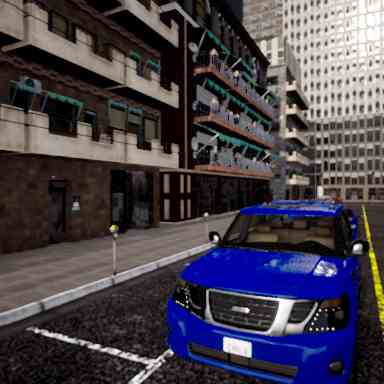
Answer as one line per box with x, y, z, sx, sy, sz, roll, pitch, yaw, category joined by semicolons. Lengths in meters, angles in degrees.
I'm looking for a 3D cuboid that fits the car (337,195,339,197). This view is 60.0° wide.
19.800;1.306;47.003;2.192;1.841;5.009;-1;0;27;car

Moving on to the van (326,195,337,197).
14.785;1.335;37.102;1.690;1.788;3.998;-1;0;27;van

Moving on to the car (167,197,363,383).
1.727;1.221;5.829;2.150;2.045;5.566;0;0;27;car

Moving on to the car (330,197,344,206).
24.817;1.532;56.903;1.887;1.381;4.507;-1;0;27;car

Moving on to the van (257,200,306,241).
4.756;1.339;17.302;1.690;1.788;3.998;-1;0;27;van

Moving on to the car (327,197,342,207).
22.310;1.555;51.953;1.947;1.339;4.313;-1;0;27;car
